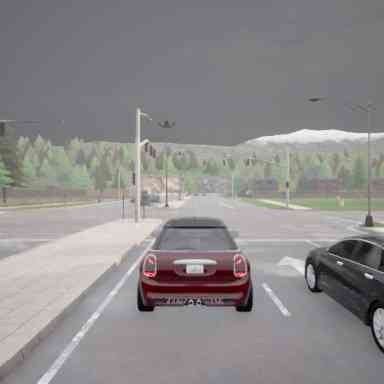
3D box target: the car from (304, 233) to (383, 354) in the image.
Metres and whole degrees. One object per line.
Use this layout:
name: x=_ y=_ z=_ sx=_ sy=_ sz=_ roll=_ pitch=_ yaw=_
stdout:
car: x=3.557 y=1.504 z=5.986 sx=1.837 sy=1.490 sz=4.892 roll=0 pitch=0 yaw=0

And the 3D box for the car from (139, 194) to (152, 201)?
car: x=-10.624 y=1.283 z=75.902 sx=2.128 sy=1.511 sz=4.902 roll=0 pitch=0 yaw=1

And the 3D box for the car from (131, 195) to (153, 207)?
car: x=-7.583 y=1.518 z=51.093 sx=1.812 sy=1.442 sz=4.674 roll=0 pitch=0 yaw=1

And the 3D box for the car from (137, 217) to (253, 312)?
car: x=0.066 y=1.351 z=7.868 sx=2.097 sy=1.767 sz=4.553 roll=0 pitch=0 yaw=0

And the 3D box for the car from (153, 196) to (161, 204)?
car: x=-7.305 y=1.494 z=65.798 sx=1.837 sy=1.490 sz=4.892 roll=0 pitch=0 yaw=2
